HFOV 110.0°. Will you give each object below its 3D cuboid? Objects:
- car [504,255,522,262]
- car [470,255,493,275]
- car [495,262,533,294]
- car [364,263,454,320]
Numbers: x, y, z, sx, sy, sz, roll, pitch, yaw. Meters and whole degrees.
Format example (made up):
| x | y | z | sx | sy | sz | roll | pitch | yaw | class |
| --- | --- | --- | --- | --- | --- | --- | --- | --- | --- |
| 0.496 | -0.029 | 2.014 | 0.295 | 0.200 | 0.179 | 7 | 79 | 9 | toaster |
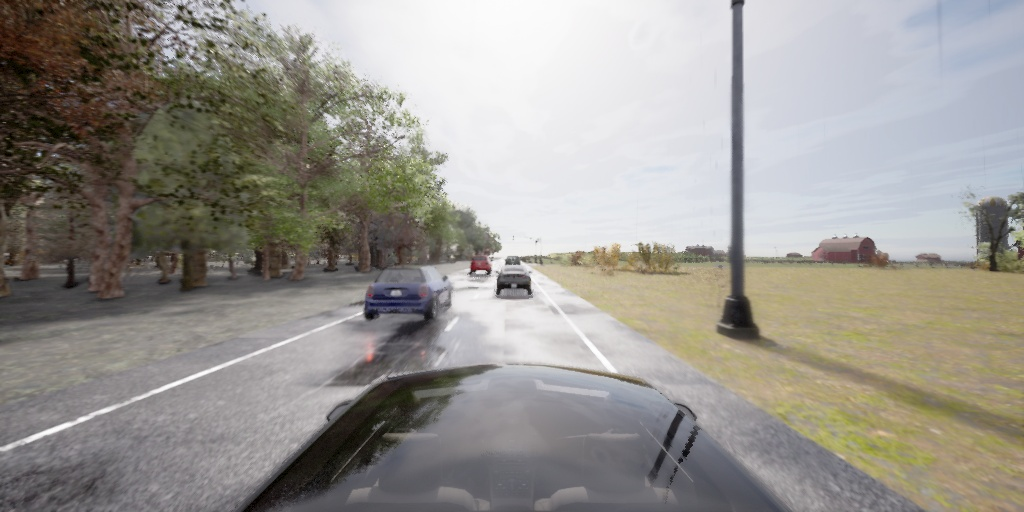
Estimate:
| x | y | z | sx | sy | sz | roll | pitch | yaw | class |
| --- | --- | --- | --- | --- | --- | --- | --- | --- | --- |
| 0.113 | 0.948 | 48.402 | 2.150 | 2.045 | 5.566 | 0 | 0 | 0 | car |
| -3.388 | 0.954 | 39.773 | 2.150 | 2.045 | 5.566 | 0 | 0 | 0 | car |
| 0.106 | 1.248 | 20.188 | 1.837 | 1.490 | 4.892 | 0 | 0 | 0 | car |
| -3.395 | 1.098 | 12.656 | 2.097 | 1.767 | 4.553 | 0 | 0 | 0 | car |
